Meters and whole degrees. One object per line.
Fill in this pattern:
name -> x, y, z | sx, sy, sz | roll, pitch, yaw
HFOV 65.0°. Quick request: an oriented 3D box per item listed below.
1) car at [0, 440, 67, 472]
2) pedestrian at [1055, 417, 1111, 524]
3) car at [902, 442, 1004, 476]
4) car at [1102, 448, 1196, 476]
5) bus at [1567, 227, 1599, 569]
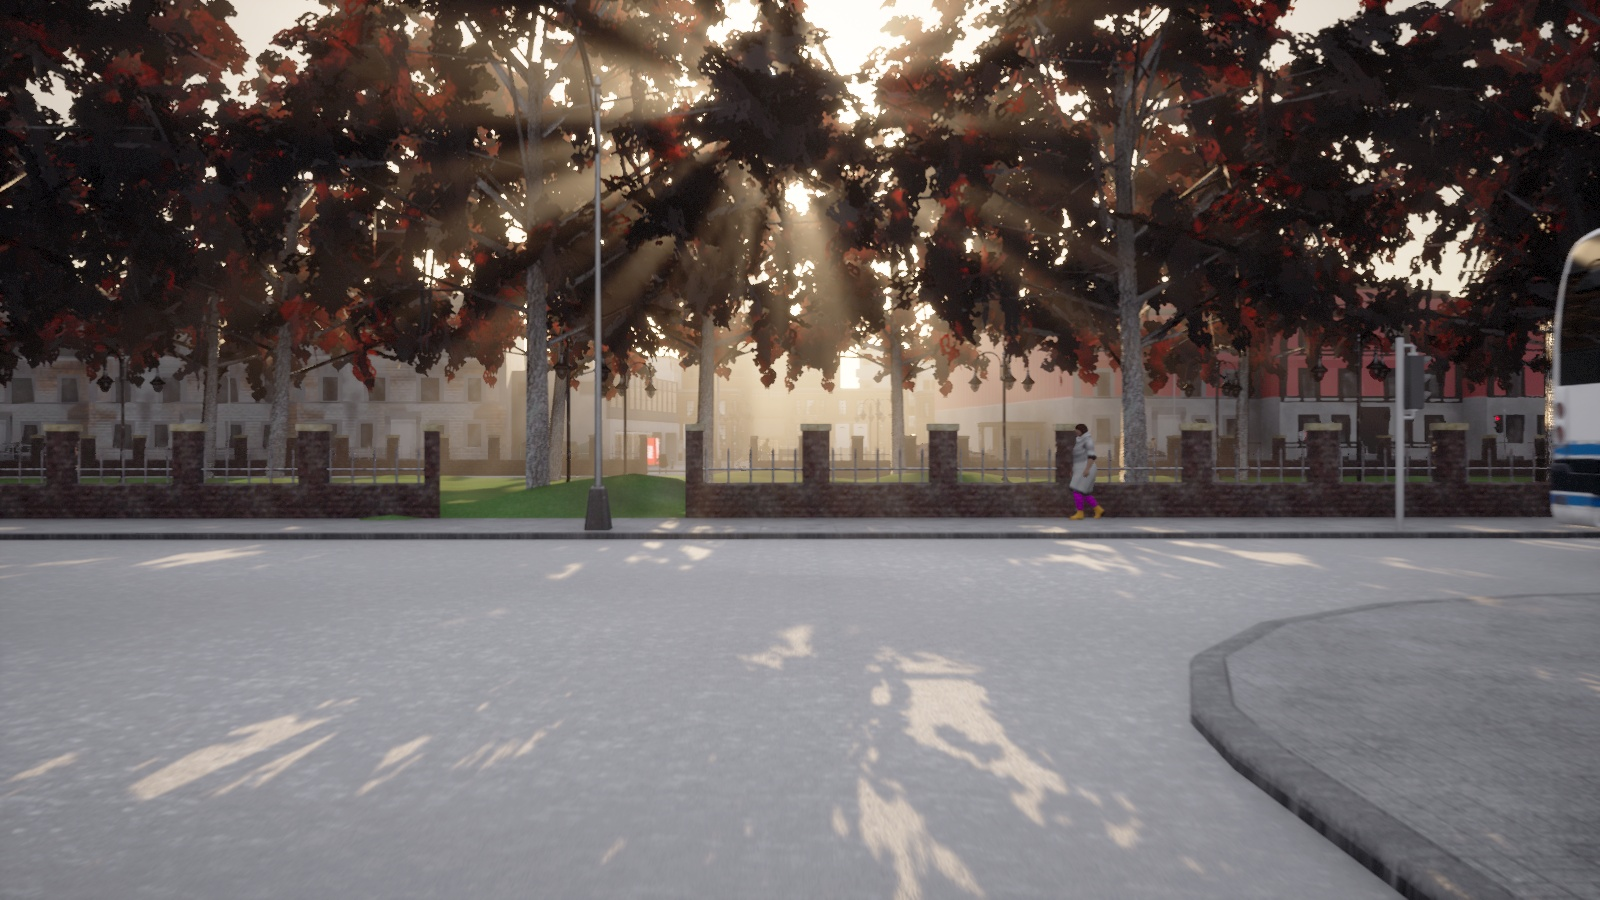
car -> -41.994, 0.304, 66.873 | 4.611, 1.667, 2.242 | 0, 0, 0
pedestrian -> 5.215, 0.371, 23.164 | 0.873, 1.952, 0.659 | 0, 0, 0
car -> 7.637, 0.440, 63.111 | 4.856, 1.649, 2.033 | 0, 0, 0
car -> 17.531, 0.581, 63.159 | 4.181, 1.385, 1.994 | 0, 0, 0
bus -> 14.996, -0.673, 14.055 | 10.273, 4.253, 3.944 | 0, 0, 4
